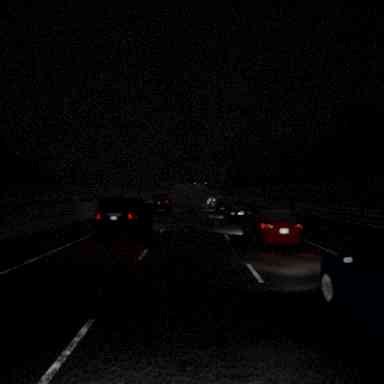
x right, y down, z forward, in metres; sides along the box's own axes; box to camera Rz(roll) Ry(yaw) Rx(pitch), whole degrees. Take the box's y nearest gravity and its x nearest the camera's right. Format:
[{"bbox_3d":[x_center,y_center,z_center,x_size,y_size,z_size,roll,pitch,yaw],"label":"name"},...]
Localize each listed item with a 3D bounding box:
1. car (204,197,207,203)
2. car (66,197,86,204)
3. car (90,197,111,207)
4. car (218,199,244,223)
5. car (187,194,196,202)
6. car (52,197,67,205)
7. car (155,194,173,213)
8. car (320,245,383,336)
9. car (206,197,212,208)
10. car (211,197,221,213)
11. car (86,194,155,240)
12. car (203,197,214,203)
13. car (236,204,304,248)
[{"bbox_3d":[3.448,1.571,58.910,1.812,1.442,4.674,0,0,0],"label":"car"},{"bbox_3d":[-17.609,1.599,52.247,1.994,1.385,4.181,0,0,0],"label":"car"},{"bbox_3d":[-14.118,1.512,51.622,1.882,1.535,5.008,0,0,0],"label":"car"},{"bbox_3d":[3.477,1.557,25.904,2.033,1.411,5.357,0,0,0],"label":"car"},{"bbox_3d":[-0.070,1.609,79.526,2.128,1.511,4.902,0,0,0],"label":"car"},{"bbox_3d":[-21.088,1.587,54.678,2.033,1.411,5.357,0,0,1],"label":"car"},{"bbox_3d":[-3.433,1.239,37.085,2.150,2.045,5.566,0,0,0],"label":"car"},{"bbox_3d":[3.596,1.479,5.010,1.882,1.535,5.008,0,0,0],"label":"car"},{"bbox_3d":[3.458,1.629,47.938,1.895,1.301,4.718,0,0,0],"label":"car"},{"bbox_3d":[3.467,1.522,36.906,1.837,1.490,4.892,0,0,0],"label":"car"},{"bbox_3d":[-3.415,1.227,17.170,2.150,2.045,5.566,0,0,0],"label":"car"},{"bbox_3d":[3.438,1.670,69.943,1.895,1.301,4.718,0,0,0],"label":"car"},{"bbox_3d":[3.486,1.508,14.932,2.163,1.488,4.792,0,0,0],"label":"car"}]
